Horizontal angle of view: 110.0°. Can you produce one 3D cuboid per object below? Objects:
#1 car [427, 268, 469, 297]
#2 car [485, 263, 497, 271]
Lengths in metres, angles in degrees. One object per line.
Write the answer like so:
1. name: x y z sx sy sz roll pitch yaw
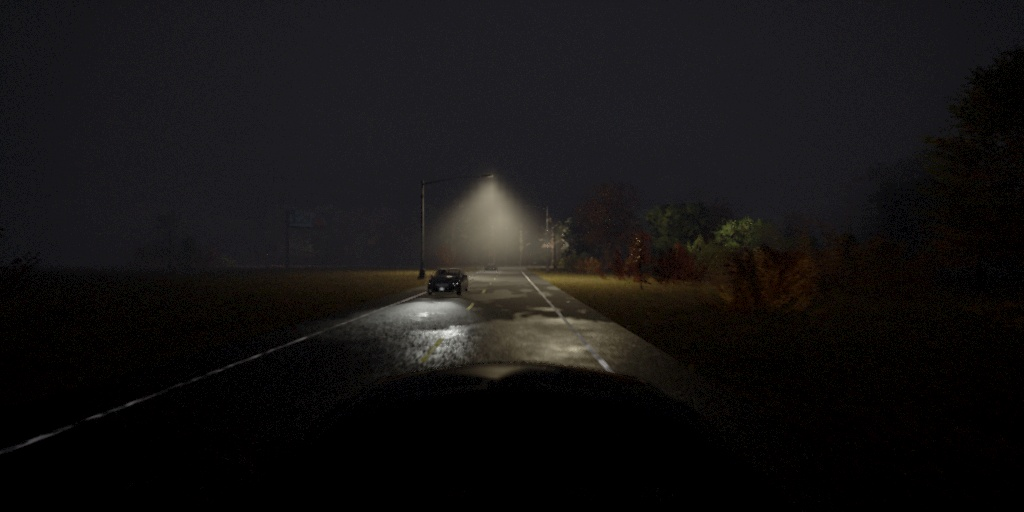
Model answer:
1. car: -3.623 1.457 20.963 2.128 1.511 4.902 0 -1 0
2. car: -3.623 1.957 62.490 1.994 1.385 4.181 0 -1 0
